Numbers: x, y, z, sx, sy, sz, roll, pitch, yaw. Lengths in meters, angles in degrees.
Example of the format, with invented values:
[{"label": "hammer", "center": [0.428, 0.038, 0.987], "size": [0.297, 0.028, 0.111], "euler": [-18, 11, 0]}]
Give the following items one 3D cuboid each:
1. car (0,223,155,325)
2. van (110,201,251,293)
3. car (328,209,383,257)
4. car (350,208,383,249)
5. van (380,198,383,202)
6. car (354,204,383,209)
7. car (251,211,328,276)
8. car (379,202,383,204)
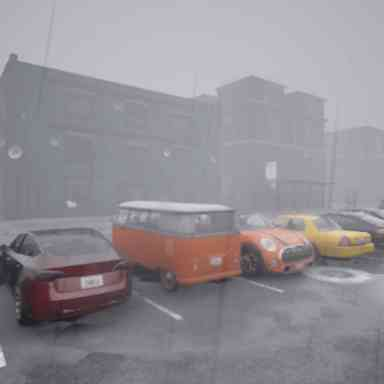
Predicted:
[{"label": "car", "center": [-2.989, 1.513, 7.350], "size": [2.163, 1.488, 4.792], "euler": [0, 0, -35]}, {"label": "van", "center": [-0.722, 1.261, 9.074], "size": [1.878, 1.987, 4.442], "euler": [0, 0, -36]}, {"label": "car", "center": [3.719, 1.489, 12.326], "size": [1.946, 1.575, 5.366], "euler": [0, 0, -35]}, {"label": "car", "center": [6.094, 1.535, 13.789], "size": [2.002, 1.452, 4.674], "euler": [0, 0, -35]}, {"label": "van", "center": [12.959, 1.272, 18.545], "size": [1.878, 1.987, 4.442], "euler": [0, 0, -35]}, {"label": "car", "center": [8.356, 1.496, 15.412], "size": [2.097, 1.535, 5.008], "euler": [0, 0, -35]}, {"label": "car", "center": [1.543, 1.364, 10.584], "size": [2.185, 1.767, 4.553], "euler": [0, 0, -35]}, {"label": "car", "center": [10.628, 1.497, 17.019], "size": [2.097, 1.535, 5.008], "euler": [0, 0, -35]}]
